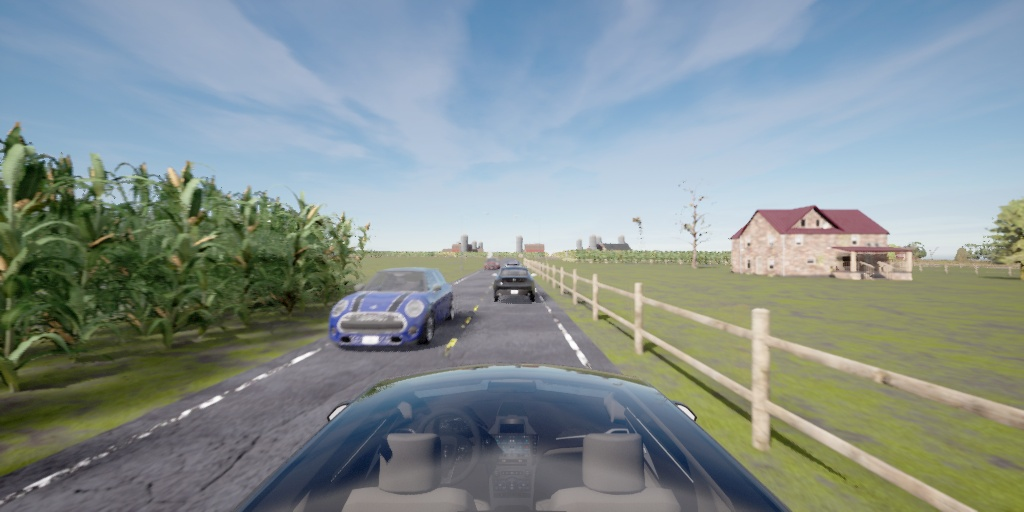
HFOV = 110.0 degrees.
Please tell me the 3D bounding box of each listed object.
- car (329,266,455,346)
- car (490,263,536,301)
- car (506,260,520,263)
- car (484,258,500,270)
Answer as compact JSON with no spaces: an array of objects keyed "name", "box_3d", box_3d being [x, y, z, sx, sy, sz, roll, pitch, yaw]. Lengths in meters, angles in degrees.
[{"name":"car","box_3d":[-2.848,1.101,9.466,2.097,1.767,4.553,0,0,0]},{"name":"car","box_3d":[0.104,1.251,17.387,1.837,1.490,4.892,0,0,0]},{"name":"car","box_3d":[0.107,1.218,38.717,2.128,1.511,4.902,0,0,0]},{"name":"car","box_3d":[-2.819,1.062,50.823,2.097,1.767,4.553,0,0,0]}]
